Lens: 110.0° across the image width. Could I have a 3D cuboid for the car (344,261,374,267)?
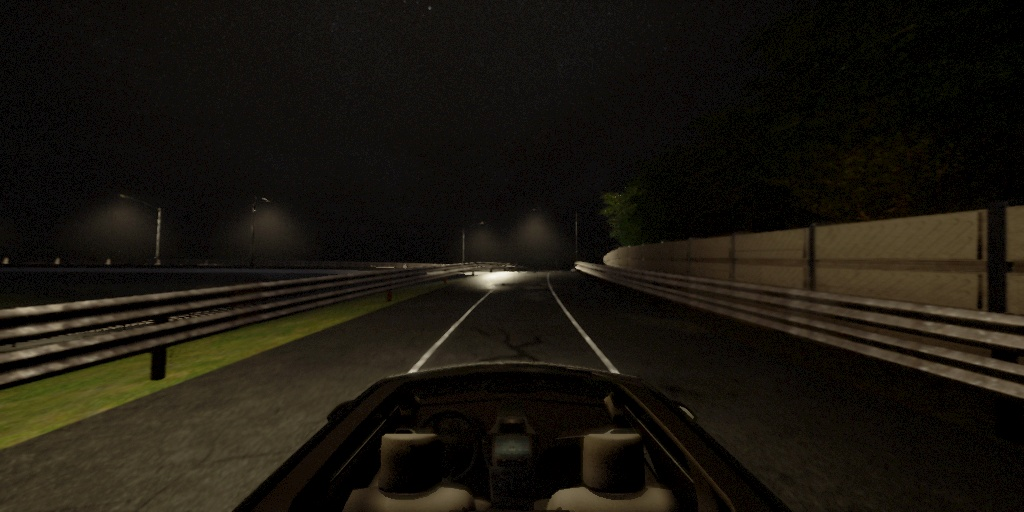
[{"bbox_3d":[-24.978,1.624,58.712,4.674,1.442,1.812,2,-3,-29],"label":"car"}]
